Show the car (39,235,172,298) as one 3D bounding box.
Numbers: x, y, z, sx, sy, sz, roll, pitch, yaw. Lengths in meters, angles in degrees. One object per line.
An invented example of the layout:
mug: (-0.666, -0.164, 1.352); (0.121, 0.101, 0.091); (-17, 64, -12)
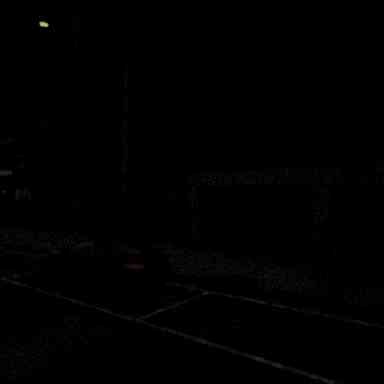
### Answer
car: (-2.426, 1.820, 9.000); (4.206, 1.307, 1.802); (-1, -2, 37)

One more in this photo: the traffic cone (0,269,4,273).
traffic cone: (-6.049, 2.203, 10.285); (0.340, 0.580, 0.340); (-1, -2, 37)
